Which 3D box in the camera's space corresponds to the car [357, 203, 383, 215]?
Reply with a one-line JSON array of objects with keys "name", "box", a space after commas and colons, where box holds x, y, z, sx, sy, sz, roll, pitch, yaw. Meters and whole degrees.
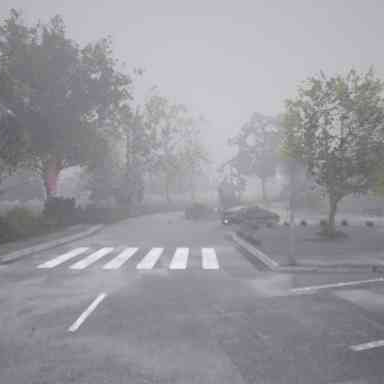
[{"name": "car", "box": [21.004, 1.916, 37.437, 2.163, 1.488, 4.792, 0, -1, -21]}]

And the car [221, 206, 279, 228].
[{"name": "car", "box": [4.292, 1.758, 24.101, 4.892, 1.490, 1.837, 1, -4, -37]}]

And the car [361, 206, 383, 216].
[{"name": "car", "box": [5.399, 1.281, 4.408, 5.566, 2.045, 2.435, 1, -1, -20]}]
